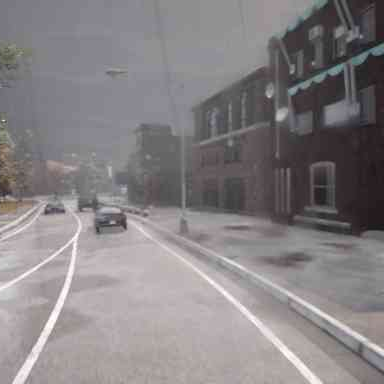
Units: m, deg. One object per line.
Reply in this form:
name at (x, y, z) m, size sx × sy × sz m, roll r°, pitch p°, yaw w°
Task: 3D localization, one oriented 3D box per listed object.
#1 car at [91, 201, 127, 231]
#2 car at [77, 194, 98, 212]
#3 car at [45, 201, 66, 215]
car at (-5.142, 1.535, 20.738) m, size 1.812 × 1.442 × 4.674 m, roll -1°, pitch 0°, yaw -18°
car at (-12.693, 1.251, 40.585) m, size 2.150 × 2.045 × 5.566 m, roll -1°, pitch 0°, yaw -22°
car at (-14.618, 1.669, 35.547) m, size 1.994 × 1.385 × 4.181 m, roll -1°, pitch 0°, yaw -22°
